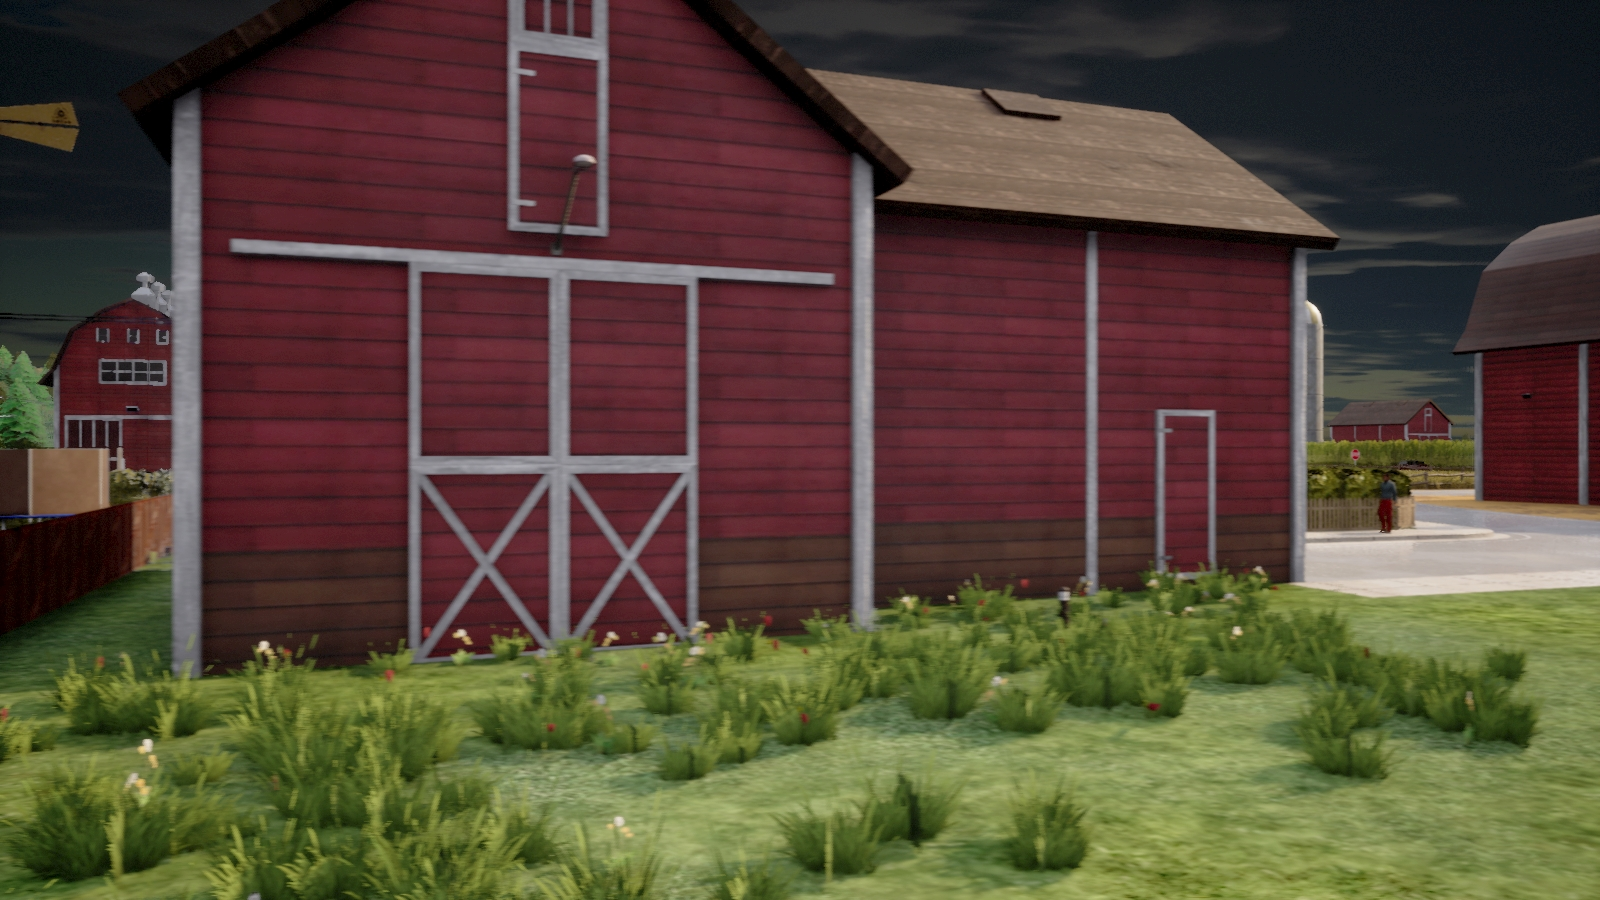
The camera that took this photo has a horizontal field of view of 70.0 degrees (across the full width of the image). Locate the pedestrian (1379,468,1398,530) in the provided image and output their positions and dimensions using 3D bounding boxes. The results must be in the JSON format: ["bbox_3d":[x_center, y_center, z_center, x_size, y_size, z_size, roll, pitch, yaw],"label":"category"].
[{"bbox_3d":[17.814,1.465,34.580,0.375,1.860,0.375,0,0,-22],"label":"pedestrian"}]
